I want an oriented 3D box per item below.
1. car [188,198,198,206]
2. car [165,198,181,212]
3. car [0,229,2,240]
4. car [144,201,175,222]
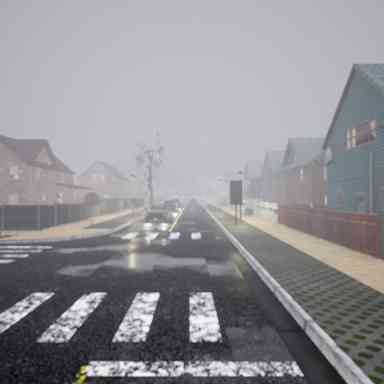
[{"bbox_3d":[0.114,1.934,65.469,1.812,1.442,4.674,0,0,0],"label":"car"},{"bbox_3d":[-2.775,1.759,41.965,1.837,1.490,4.892,0,0,0],"label":"car"},{"bbox_3d":[-10.290,1.621,13.437,4.674,1.442,1.812,0,0,-5],"label":"car"},{"bbox_3d":[-2.800,1.718,28.190,2.033,1.411,5.357,0,0,0],"label":"car"}]
